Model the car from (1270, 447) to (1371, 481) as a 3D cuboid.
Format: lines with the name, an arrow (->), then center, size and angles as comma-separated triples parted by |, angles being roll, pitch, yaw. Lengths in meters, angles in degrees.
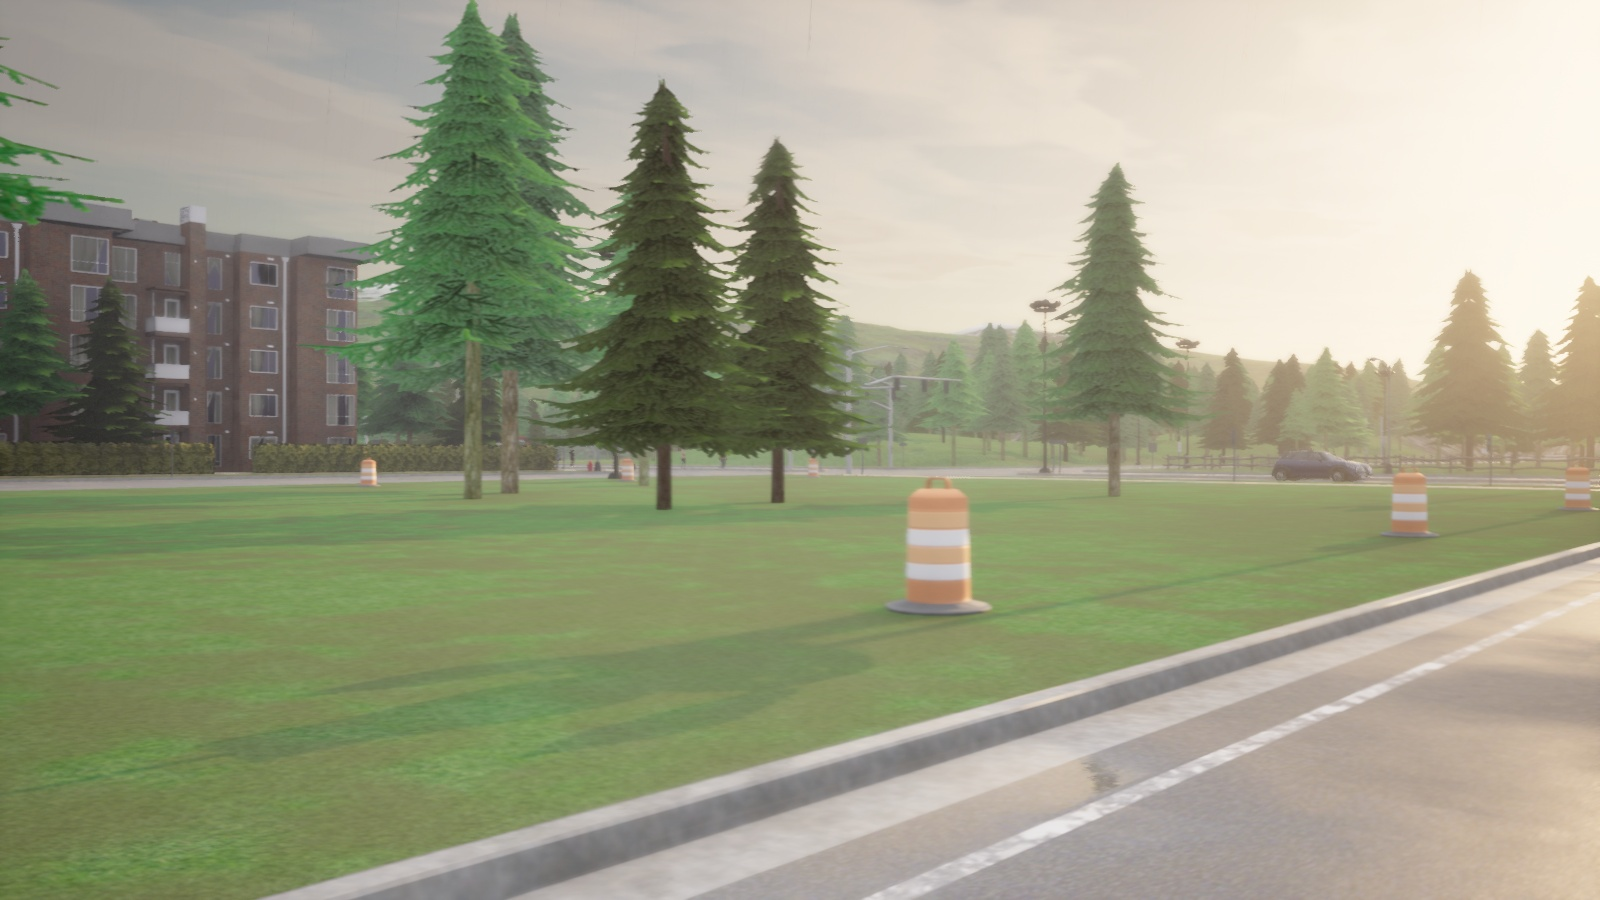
car -> 27.638, 0.719, 66.751 | 4.553, 1.767, 2.097 | 0, 0, 42
